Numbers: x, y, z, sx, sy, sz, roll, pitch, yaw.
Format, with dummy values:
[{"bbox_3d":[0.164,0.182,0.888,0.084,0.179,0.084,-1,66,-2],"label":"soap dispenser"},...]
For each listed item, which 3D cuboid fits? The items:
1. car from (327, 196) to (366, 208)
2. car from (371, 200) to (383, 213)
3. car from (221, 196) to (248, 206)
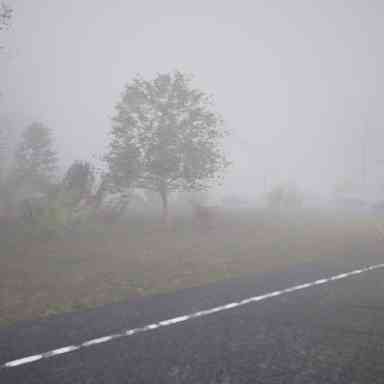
[{"bbox_3d":[20.757,1.366,44.869,1.837,1.490,4.892,0,0,-37],"label":"car"},{"bbox_3d":[20.645,1.443,33.442,1.812,1.442,4.674,0,0,-37],"label":"car"},{"bbox_3d":[6.619,1.306,51.915,2.128,1.511,4.902,0,0,-37],"label":"car"}]
